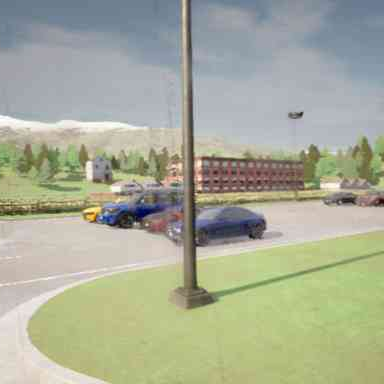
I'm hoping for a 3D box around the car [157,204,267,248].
[{"bbox_3d":[1.138,1.318,13.903,4.674,1.442,1.812,-1,1,-34],"label":"car"}]

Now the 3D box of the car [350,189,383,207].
[{"bbox_3d":[18.931,0.613,34.479,4.553,1.767,2.097,-1,1,-34],"label":"car"}]

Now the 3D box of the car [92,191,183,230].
[{"bbox_3d":[-2.691,0.993,19.777,5.566,2.045,2.150,-1,1,-34],"label":"car"}]

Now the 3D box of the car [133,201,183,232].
[{"bbox_3d":[-0.514,1.339,17.026,4.181,1.385,1.994,-1,1,-34],"label":"car"}]

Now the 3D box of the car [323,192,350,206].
[{"bbox_3d":[16.628,0.764,37.150,4.892,1.490,1.837,-2,1,-34],"label":"car"}]

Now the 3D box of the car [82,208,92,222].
[{"bbox_3d":[-4.862,1.244,22.533,5.008,1.535,1.882,-1,1,-34],"label":"car"}]
